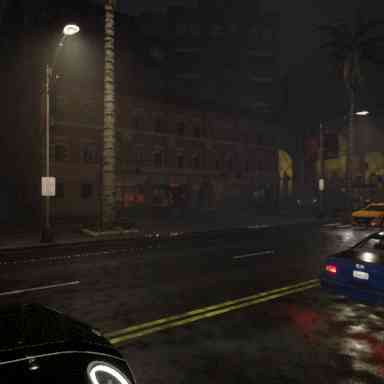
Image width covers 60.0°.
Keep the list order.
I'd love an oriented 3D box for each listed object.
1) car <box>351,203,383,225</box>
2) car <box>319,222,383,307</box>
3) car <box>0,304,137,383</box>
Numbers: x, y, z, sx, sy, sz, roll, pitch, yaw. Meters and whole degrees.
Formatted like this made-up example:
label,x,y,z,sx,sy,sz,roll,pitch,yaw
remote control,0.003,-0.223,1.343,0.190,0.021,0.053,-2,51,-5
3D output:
label,x,y,z,sx,sy,sz,roll,pitch,yaw
car,12.232,1.477,21.390,5.008,1.535,1.882,0,0,-34
car,5.093,1.547,7.473,5.357,1.411,2.033,0,0,-36
car,-2.539,1.352,1.880,4.553,1.767,2.097,0,0,-36
